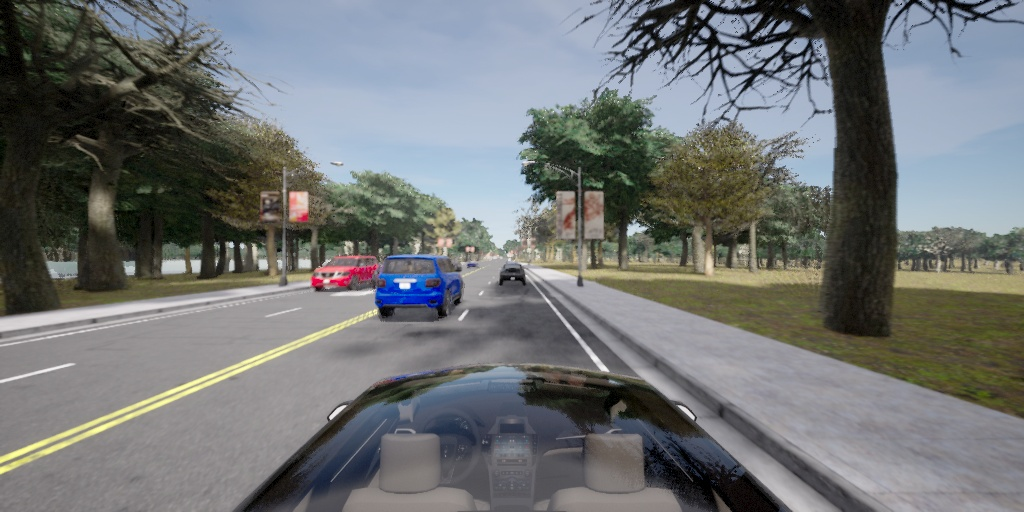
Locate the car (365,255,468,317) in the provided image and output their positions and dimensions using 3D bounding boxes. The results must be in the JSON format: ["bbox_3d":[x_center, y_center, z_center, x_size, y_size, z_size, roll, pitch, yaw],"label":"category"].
[{"bbox_3d":[-3.167,0.980,13.267,2.150,2.045,5.566,0,0,0],"label":"car"}]

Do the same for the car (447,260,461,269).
[{"bbox_3d":[-10.151,1.405,63.073,1.837,1.490,4.892,0,0,0],"label":"car"}]

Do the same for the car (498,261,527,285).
[{"bbox_3d":[0.032,1.287,26.639,1.837,1.490,4.892,0,0,0],"label":"car"}]

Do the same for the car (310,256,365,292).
[{"bbox_3d":[-9.896,0.994,21.873,2.150,2.045,5.566,0,0,0],"label":"car"}]

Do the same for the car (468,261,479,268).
[{"bbox_3d":[-6.895,1.506,63.074,1.895,1.301,4.718,0,0,0],"label":"car"}]
